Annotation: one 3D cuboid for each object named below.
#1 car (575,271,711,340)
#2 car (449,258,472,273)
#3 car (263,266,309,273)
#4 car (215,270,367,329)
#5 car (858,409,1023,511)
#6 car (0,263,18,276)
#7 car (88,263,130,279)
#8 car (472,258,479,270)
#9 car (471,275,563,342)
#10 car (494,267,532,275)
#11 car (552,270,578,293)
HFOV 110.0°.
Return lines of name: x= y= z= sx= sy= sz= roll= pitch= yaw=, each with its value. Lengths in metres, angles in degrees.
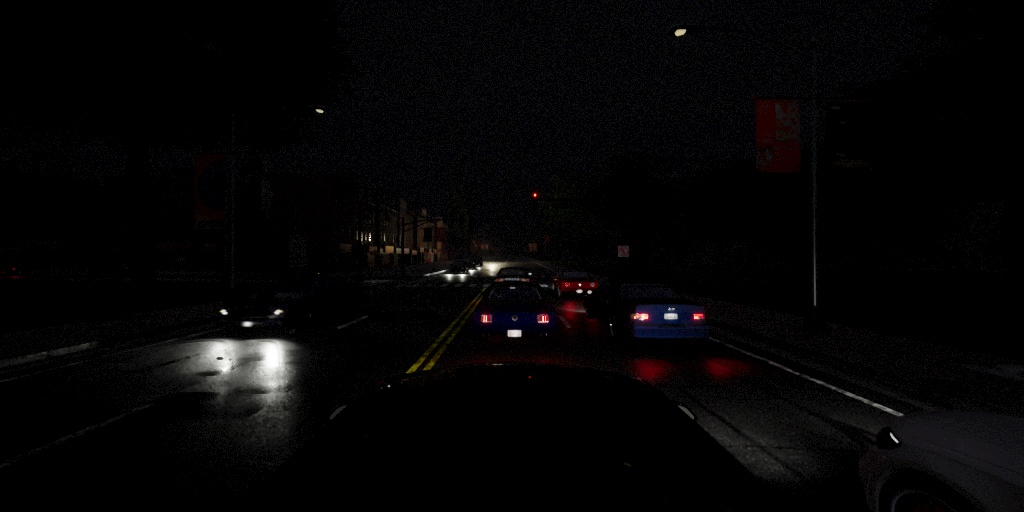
car: x=3.327 y=1.323 z=9.999 sx=2.033 sy=1.411 sz=5.357 roll=0 pitch=0 yaw=0
car: x=-6.626 y=1.349 z=45.127 sx=1.882 sy=1.535 sz=5.008 roll=0 pitch=0 yaw=1
car: x=-18.102 y=1.455 z=30.284 sx=4.718 sy=1.301 sz=1.895 roll=1 pitch=0 yaw=0
car: x=-6.562 y=1.333 z=11.585 sx=2.033 sy=1.411 sz=5.357 roll=0 pitch=0 yaw=1
car: x=3.344 y=1.275 z=0.523 sx=1.812 sy=1.442 sz=4.674 roll=0 pitch=0 yaw=0
car: x=-49.247 y=1.247 z=33.189 sx=4.718 sy=1.301 sz=1.895 roll=0 pitch=0 yaw=1
car: x=-32.868 y=1.285 z=30.287 sx=4.181 sy=1.385 sz=1.994 roll=0 pitch=0 yaw=0
car: x=-6.614 y=1.370 z=55.153 sx=1.994 sy=1.385 sz=4.181 roll=0 pitch=0 yaw=1
car: x=0.077 y=1.376 z=9.873 sx=1.895 sy=1.301 sz=4.718 roll=0 pitch=0 yaw=0
car: x=0.042 y=1.317 z=19.213 sx=1.882 sy=1.535 sz=5.008 roll=0 pitch=0 yaw=0
car: x=3.293 y=1.443 z=19.642 sx=1.895 sy=1.301 sz=4.718 roll=0 pitch=0 yaw=0
